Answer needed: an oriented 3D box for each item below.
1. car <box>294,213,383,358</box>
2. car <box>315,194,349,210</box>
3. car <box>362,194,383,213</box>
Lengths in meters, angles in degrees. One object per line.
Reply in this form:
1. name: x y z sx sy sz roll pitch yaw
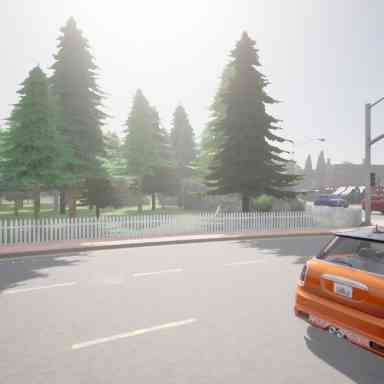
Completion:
1. car: 3.966 1.352 5.453 4.553 1.767 2.097 0 0 -26
2. car: 18.063 1.277 43.459 2.150 2.045 5.566 0 0 -8
3. car: 19.419 1.277 33.192 2.150 2.045 5.566 0 0 -7
